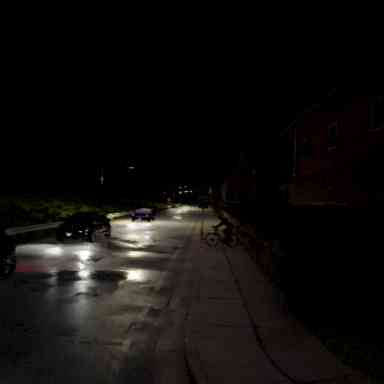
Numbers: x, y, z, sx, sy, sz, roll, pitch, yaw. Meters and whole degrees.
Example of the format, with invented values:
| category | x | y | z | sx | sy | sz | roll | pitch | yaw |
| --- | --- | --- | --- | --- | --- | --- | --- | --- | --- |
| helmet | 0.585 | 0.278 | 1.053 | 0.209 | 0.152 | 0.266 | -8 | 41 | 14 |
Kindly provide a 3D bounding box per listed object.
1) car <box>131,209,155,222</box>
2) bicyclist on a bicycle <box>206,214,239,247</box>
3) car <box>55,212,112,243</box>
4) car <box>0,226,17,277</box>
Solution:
| category | x | y | z | sx | sy | sz | roll | pitch | yaw |
| --- | --- | --- | --- | --- | --- | --- | --- | --- | --- |
| car | -5.169 | 2.456 | 35.699 | 1.895 | 1.301 | 4.718 | 2 | -1 | 2 |
| bicyclist on a bicycle | 1.504 | 1.896 | 16.283 | 1.656 | 1.620 | 0.582 | 2 | -1 | 2 |
| car | -5.894 | 1.892 | 18.598 | 1.837 | 1.490 | 4.892 | 2 | -1 | 2 |
| car | -6.289 | 1.451 | 7.970 | 2.097 | 1.767 | 4.553 | 2 | -1 | 2 |
